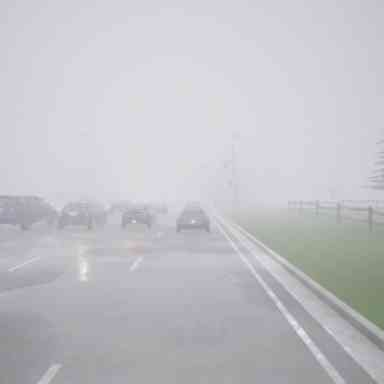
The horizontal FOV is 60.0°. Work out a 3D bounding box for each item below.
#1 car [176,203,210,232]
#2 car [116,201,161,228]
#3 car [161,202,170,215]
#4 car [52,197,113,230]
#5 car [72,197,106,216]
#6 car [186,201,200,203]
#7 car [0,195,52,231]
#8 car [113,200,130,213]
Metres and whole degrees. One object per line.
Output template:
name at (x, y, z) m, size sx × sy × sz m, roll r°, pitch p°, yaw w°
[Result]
car at (0.072, 1.578, 20.131) m, size 1.994 × 1.385 × 4.181 m, roll 0°, pitch 0°, yaw 0°
car at (-3.422, 1.518, 22.133) m, size 1.837 × 1.490 × 4.892 m, roll 0°, pitch 0°, yaw 0°
car at (-3.394, 1.624, 34.186) m, size 1.895 × 1.301 × 4.718 m, roll 0°, pitch 0°, yaw 1°
car at (-6.925, 1.367, 21.556) m, size 2.097 × 1.767 × 4.553 m, roll 0°, pitch 0°, yaw 0°
car at (-10.442, 1.375, 33.993) m, size 2.097 × 1.767 × 4.553 m, roll 0°, pitch 0°, yaw 0°
car at (0.090, 1.570, 33.748) m, size 2.033 × 1.411 × 5.357 m, roll 0°, pitch 0°, yaw 0°
car at (-10.430, 1.230, 20.712) m, size 2.150 × 2.045 × 5.566 m, roll 0°, pitch -1°, yaw 1°
car at (-6.915, 1.527, 33.298) m, size 1.837 × 1.490 × 4.892 m, roll 0°, pitch 0°, yaw 0°
